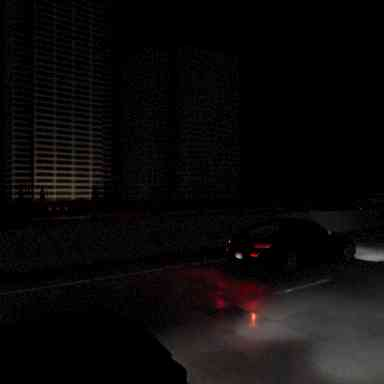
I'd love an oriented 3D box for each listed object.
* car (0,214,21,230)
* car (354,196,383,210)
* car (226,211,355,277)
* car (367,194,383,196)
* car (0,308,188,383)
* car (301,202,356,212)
[{"bbox_3d":[-11.830,1.548,17.049,5.357,1.411,2.033,0,0,-35],"label":"car"},{"bbox_3d":[17.196,1.483,33.440,5.008,1.535,1.882,0,0,-35],"label":"car"},{"bbox_3d":[3.131,1.527,10.278,4.674,1.442,1.812,0,0,-35],"label":"car"},{"bbox_3d":[23.165,1.231,41.980,5.566,2.045,2.150,0,0,-35],"label":"car"},{"bbox_3d":[-2.292,1.601,2.116,4.718,1.301,1.895,0,0,-35],"label":"car"},{"bbox_3d":[9.182,1.604,23.435,4.718,1.301,1.895,0,0,-35],"label":"car"}]
